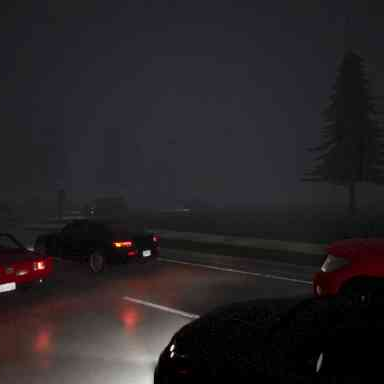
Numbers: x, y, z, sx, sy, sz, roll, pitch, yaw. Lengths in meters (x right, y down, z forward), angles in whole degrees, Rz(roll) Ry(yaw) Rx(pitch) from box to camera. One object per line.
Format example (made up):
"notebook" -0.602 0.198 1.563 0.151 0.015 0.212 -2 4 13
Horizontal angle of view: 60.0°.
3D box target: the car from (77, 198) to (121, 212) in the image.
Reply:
"car" -10.996 1.505 39.706 1.837 1.490 4.892 0 0 37

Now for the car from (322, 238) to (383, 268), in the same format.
"car" 4.765 1.222 4.866 5.566 2.045 2.150 0 0 36

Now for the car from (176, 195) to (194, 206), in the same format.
"car" -0.582 1.351 53.735 2.097 1.767 4.553 0 0 37

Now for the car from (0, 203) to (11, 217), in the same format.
"car" -18.875 1.477 29.530 1.882 1.535 5.008 0 0 40

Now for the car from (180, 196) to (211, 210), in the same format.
"car" 0.769 1.563 43.818 1.994 1.385 4.181 0 0 37

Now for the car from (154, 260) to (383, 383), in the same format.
"car" 1.673 1.564 2.787 4.181 1.385 1.994 0 0 36

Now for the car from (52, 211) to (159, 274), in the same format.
"car" -3.107 1.526 10.536 4.674 1.442 1.812 0 0 36

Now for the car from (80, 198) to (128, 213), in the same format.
"car" -8.272 1.353 31.624 2.097 1.767 4.553 0 0 36

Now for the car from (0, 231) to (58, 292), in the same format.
"car" -5.441 1.601 7.906 4.718 1.301 1.895 0 0 36
